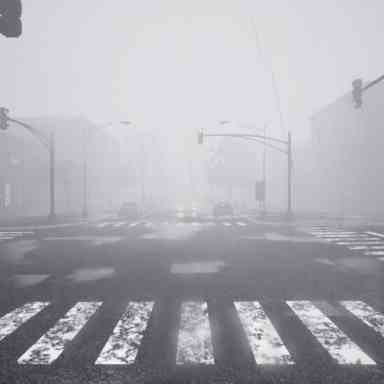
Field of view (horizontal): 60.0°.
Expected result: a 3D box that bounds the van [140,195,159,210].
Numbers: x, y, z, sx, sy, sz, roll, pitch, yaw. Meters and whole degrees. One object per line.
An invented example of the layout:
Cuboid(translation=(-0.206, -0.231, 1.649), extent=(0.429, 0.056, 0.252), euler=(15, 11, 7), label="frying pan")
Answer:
Cuboid(translation=(-5.530, 1.333, 41.508), extent=(1.690, 1.788, 3.998), euler=(0, 0, 0), label="van")

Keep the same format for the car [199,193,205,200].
Cuboid(translation=(2.984, 1.550, 74.752), extent=(1.947, 1.339, 4.313), euler=(-1, 0, 0), label="car")

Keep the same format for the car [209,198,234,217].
Cuboid(translation=(2.808, 1.520, 30.552), extent=(1.752, 1.417, 4.829), euler=(-1, 0, 0), label="car")

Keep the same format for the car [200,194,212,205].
Cuboid(translation=(2.918, 1.539, 58.114), extent=(2.008, 1.369, 4.403), euler=(-1, 0, 0), label="car")

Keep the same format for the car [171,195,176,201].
Cuboid(translation=(-5.375, 1.549, 80.332), extent=(1.947, 1.339, 4.313), euler=(0, 0, 0), label="car")

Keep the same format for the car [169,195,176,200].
Cuboid(translation=(-5.331, 1.562, 91.424), extent=(1.802, 1.307, 4.206), euler=(0, 0, 0), label="car")

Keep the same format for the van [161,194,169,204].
Cuboid(translation=(-5.465, 1.329, 58.147), extent=(1.690, 1.788, 3.998), euler=(0, 0, 0), label="van")

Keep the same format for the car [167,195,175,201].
Cuboid(translation=(-5.352, 1.526, 85.879), extent=(1.887, 1.381, 4.507), euler=(0, 0, 0), label="car")

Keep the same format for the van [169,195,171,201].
Cuboid(translation=(-5.442, 1.328, 63.693), extent=(1.690, 1.788, 3.998), euler=(0, 0, 0), label="van")

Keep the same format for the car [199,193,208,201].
Cuboid(translation=(3.026, 1.296, 85.845), extent=(2.192, 1.841, 5.009), euler=(-1, 0, 0), label="car")

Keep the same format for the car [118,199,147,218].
Cuboid(translation=(-5.572, 1.577, 30.416), extent=(1.802, 1.307, 4.206), euler=(0, 0, 0), label="car")

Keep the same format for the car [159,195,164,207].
Cuboid(translation=(-5.507, 1.536, 47.055), extent=(1.887, 1.381, 4.507), euler=(0, 0, 0), label="car")
